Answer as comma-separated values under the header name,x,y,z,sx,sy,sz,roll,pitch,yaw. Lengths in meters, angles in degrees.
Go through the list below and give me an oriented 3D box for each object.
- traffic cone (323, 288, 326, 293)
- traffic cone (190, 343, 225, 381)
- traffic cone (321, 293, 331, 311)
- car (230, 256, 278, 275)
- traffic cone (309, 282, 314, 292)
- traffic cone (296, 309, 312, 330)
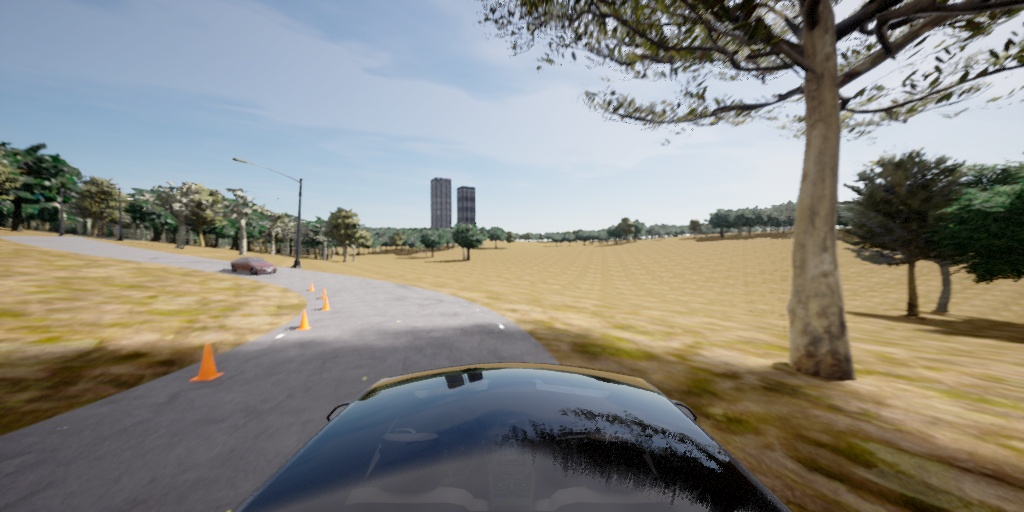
name,x,y,z,sx,sy,sz,roll,pitch,yaw
traffic cone,-9.970,2.004,19.082,0.340,0.580,0.340,0,0,-32
traffic cone,-5.249,1.800,6.189,0.340,0.580,0.340,0,0,-8
traffic cone,-7.783,1.967,15.029,0.340,0.580,0.340,0,0,-24
car,-23.158,0.805,32.073,4.674,1.442,1.812,5,3,24
traffic cone,-12.717,1.949,22.779,0.340,0.580,0.340,0,0,-41
traffic cone,-6.198,1.881,10.700,0.340,0.580,0.340,0,0,-16
